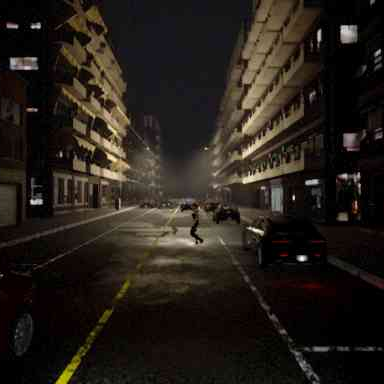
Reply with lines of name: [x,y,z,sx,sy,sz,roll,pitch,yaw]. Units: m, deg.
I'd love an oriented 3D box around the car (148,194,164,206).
car: [-6.224,1.308,57.566,2.192,1.841,5.009,1,0,-1]

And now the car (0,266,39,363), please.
car: [-3.142,1.525,3.170,1.812,1.442,4.674,0,0,0]

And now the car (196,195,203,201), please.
car: [1.893,1.516,85.630,1.752,1.417,4.829,1,0,-1]

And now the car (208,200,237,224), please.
car: [2.472,1.547,24.180,2.008,1.369,4.403,1,0,-1]

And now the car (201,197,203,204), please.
car: [2.312,1.576,40.893,1.802,1.307,4.206,1,0,-1]

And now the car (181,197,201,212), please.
car: [-0.275,1.596,37.995,1.895,1.301,4.718,0,0,0]

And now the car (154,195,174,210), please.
car: [-3.514,1.497,44.036,1.837,1.490,4.892,0,0,0]

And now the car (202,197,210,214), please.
car: [2.364,1.520,35.492,1.752,1.417,4.829,1,0,-1]

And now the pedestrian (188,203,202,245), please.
pedestrian: [0.109,1.292,13.927,0.375,1.860,0.375,1,-1,-6]

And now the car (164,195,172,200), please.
car: [-6.547,1.556,90.991,1.947,1.339,4.313,1,0,-1]

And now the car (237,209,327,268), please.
car: [2.894,1.504,11.236,1.837,1.490,4.892,0,0,-1]

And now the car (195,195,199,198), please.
car: [-0.452,1.541,48.162,2.033,1.411,5.357,0,0,-1]

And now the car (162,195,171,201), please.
car: [-6.491,1.516,85.250,1.752,1.417,4.829,1,0,-1]

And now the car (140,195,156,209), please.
car: [-6.121,1.560,46.424,1.947,1.339,4.313,1,0,-1]

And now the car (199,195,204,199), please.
car: [2.152,1.575,57.606,1.802,1.307,4.206,1,0,-1]
